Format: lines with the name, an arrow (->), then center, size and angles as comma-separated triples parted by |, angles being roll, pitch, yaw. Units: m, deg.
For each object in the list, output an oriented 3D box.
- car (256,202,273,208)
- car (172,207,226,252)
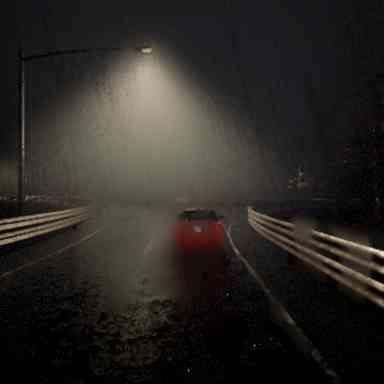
car -> 11.691, 2.241, 54.734 | 1.895, 1.301, 4.718 | 0, -1, 33
car -> 0.351, 1.452, 14.693 | 2.097, 1.767, 4.553 | 0, 0, 3
